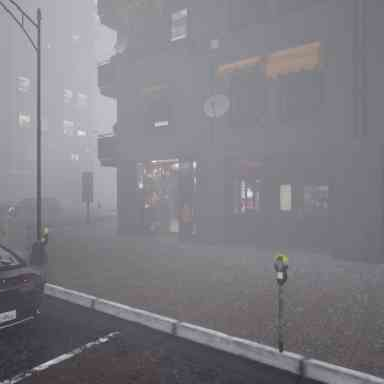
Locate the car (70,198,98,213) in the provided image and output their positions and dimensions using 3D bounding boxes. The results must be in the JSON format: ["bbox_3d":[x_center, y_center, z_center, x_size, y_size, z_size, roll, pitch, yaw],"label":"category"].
[{"bbox_3d":[-10.908,1.250,30.466,1.752,1.417,4.829,1,1,35],"label":"car"}]

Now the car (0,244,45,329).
[{"bbox_3d":[-4.430,1.551,6.032,4.403,1.369,2.008,0,0,35],"label":"car"}]

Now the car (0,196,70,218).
[{"bbox_3d":[-11.847,1.151,24.578,2.097,1.767,4.553,0,1,34],"label":"car"}]

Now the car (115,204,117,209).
[{"bbox_3d":[-5.303,1.188,33.990,2.033,1.411,5.357,0,1,35],"label":"car"}]
